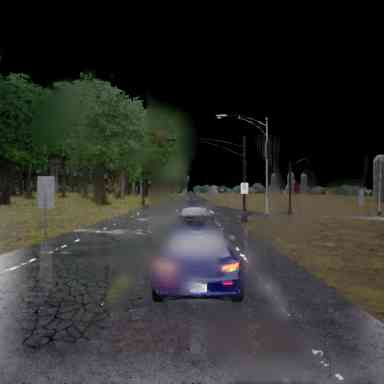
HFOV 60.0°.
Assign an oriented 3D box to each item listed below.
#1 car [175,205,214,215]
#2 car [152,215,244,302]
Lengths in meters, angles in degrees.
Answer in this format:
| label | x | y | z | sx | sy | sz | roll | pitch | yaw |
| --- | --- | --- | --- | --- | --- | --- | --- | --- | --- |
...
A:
| label | x | y | z | sx | sy | sz | roll | pitch | yaw |
| --- | --- | --- | --- | --- | --- | --- | --- | --- | --- |
| car | 0.134 | 1.432 | 17.411 | 1.882 | 1.535 | 5.008 | 0 | 0 | 0 |
| car | 0.120 | 1.516 | 8.132 | 1.812 | 1.442 | 4.674 | 0 | 0 | 0 |
